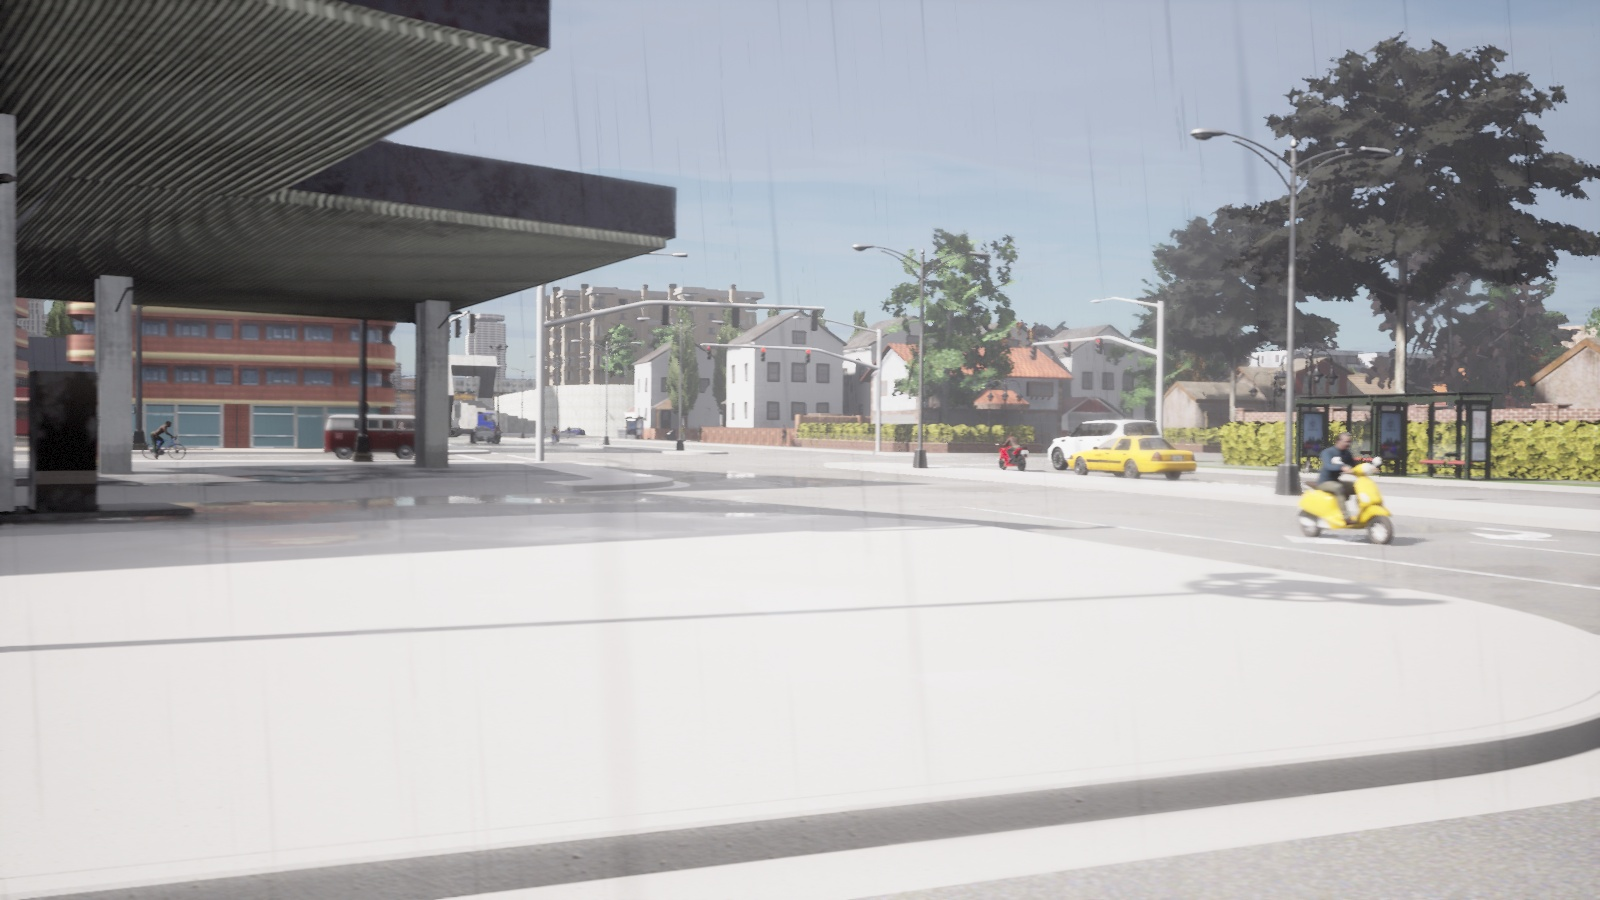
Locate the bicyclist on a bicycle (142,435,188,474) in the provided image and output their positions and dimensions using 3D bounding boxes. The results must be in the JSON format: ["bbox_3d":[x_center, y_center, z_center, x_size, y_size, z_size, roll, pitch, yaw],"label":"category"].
[{"bbox_3d":[-26.526,0.182,52.493,1.656,1.620,0.582,-1,1,-22],"label":"bicyclist on a bicycle"}]

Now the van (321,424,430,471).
[{"bbox_3d":[-18.799,-0.152,55.619,4.442,1.987,1.775,-1,1,-22],"label":"van"}]

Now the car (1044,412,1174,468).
[{"bbox_3d":[12.045,-0.418,49.402,2.150,2.045,5.566,-1,1,-21],"label":"car"}]

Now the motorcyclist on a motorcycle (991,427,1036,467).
[{"bbox_3d":[8.354,-0.112,49.257,0.797,1.523,2.044,-1,1,-21],"label":"motorcyclist on a motorcycle"}]

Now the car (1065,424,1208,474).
[{"bbox_3d":[11.142,-0.068,42.039,1.801,1.575,5.366,-1,1,-21],"label":"car"}]

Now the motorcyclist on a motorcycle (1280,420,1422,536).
[{"bbox_3d":[7.990,0.367,18.289,0.866,1.590,1.817,-1,1,-21],"label":"motorcyclist on a motorcycle"}]
